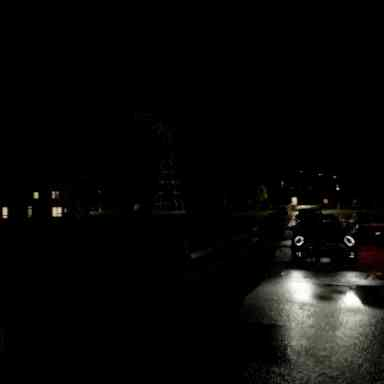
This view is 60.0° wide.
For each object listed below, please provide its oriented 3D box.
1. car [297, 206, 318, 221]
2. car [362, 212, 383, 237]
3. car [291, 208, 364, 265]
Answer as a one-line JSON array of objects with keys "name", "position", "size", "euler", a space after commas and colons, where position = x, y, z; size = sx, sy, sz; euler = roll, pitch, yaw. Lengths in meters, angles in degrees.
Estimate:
[{"name": "car", "position": [13.745, 2.510, 39.693], "size": [2.128, 1.511, 4.902], "euler": [-3, -2, 18]}, {"name": "car", "position": [9.802, 1.871, 18.518], "size": [2.128, 1.511, 4.902], "euler": [-3, -2, 18]}, {"name": "car", "position": [5.012, 1.684, 12.971], "size": [2.097, 1.767, 4.553], "euler": [-3, -2, 18]}]
